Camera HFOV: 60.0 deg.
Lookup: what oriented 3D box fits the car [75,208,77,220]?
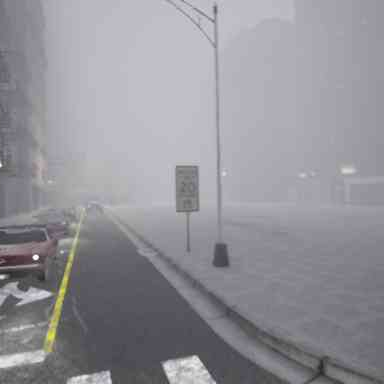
[{"bbox_3d":[-11.071,1.787,29.043,1.895,1.301,4.718,-1,0,-17],"label":"car"}]

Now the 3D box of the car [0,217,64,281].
[{"bbox_3d":[-5.099,1.687,9.874,1.895,1.301,4.718,-1,0,-17],"label":"car"}]

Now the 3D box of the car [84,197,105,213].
[{"bbox_3d":[-11.490,1.716,39.243,1.812,1.442,4.674,-1,0,-17],"label":"car"}]

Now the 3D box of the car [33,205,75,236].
[{"bbox_3d":[-7.982,1.658,19.109,1.812,1.442,4.674,-1,0,-17],"label":"car"}]

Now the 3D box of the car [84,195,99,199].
[{"bbox_3d":[-14.506,1.472,48.724,2.150,2.045,5.566,-1,0,-17],"label":"car"}]
